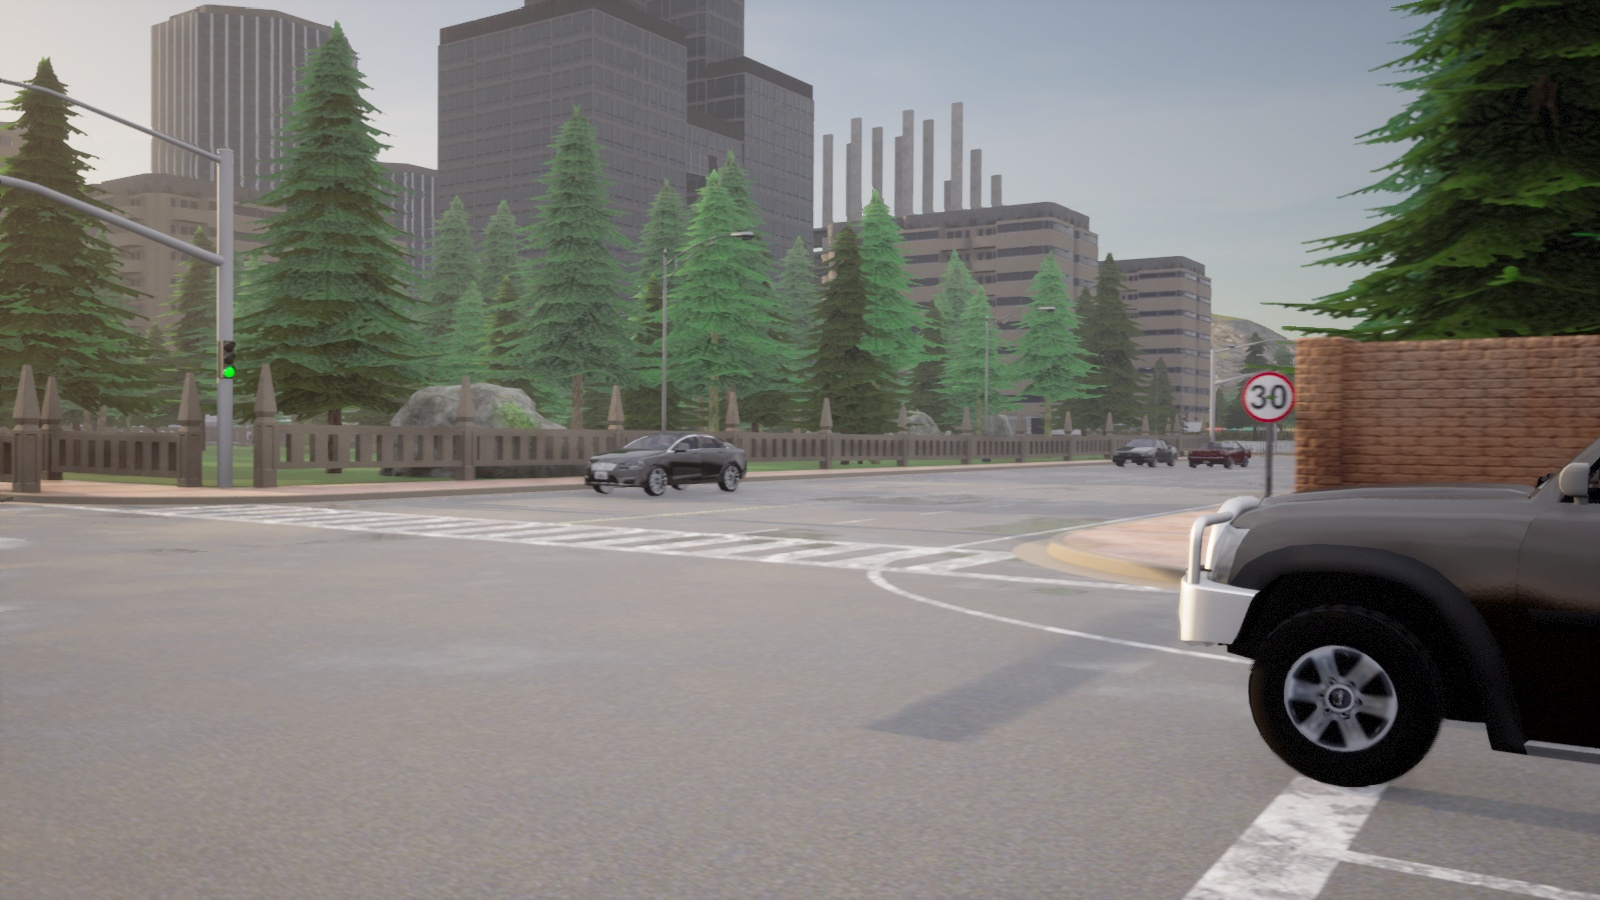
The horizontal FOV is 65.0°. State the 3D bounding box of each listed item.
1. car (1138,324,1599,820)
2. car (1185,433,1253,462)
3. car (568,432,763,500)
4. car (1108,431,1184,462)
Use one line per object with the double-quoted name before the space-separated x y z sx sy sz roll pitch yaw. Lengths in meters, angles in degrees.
"car" 3.978 0.440 5.179 4.605 1.855 1.932 0 1 34
"car" 19.977 -0.136 59.741 1.895 1.301 4.718 0 1 33
"car" -3.185 0.330 30.895 2.128 1.511 4.902 0 1 33
"car" 17.047 -0.182 61.655 2.033 1.411 5.357 0 1 33
